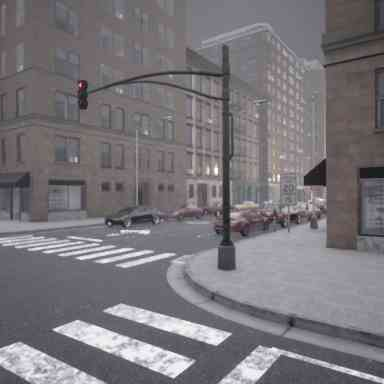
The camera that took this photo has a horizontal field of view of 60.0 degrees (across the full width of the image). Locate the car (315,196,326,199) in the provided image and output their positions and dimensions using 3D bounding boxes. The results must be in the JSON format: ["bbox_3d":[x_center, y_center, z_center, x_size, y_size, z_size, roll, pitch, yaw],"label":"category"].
[{"bbox_3d":[12.268,1.407,31.268,1.967,1.590,4.097,0,0,35],"label":"car"}]

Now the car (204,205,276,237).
[{"bbox_3d":[2.688,1.554,17.764,1.802,1.307,4.206,0,0,35],"label":"car"}]

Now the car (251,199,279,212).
[{"bbox_3d":[8.915,1.598,40.409,1.802,1.307,4.206,0,0,35],"label":"car"}]

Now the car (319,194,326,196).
[{"bbox_3d":[21.592,1.549,58.272,1.752,1.417,4.829,0,0,35],"label":"car"}]

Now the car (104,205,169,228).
[{"bbox_3d":[-3.858,1.588,22.406,1.947,1.339,4.313,0,0,35],"label":"car"}]

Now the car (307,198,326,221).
[{"bbox_3d":[9.173,1.493,26.905,1.752,1.417,4.829,0,0,35],"label":"car"}]

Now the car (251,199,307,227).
[{"bbox_3d":[5.881,1.410,22.265,1.967,1.590,4.097,0,0,35],"label":"car"}]

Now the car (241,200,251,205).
[{"bbox_3d":[5.623,1.542,35.769,1.752,1.417,4.829,0,0,35],"label":"car"}]

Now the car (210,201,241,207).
[{"bbox_3d":[2.528,1.563,31.407,1.887,1.381,4.507,0,0,35],"label":"car"}]

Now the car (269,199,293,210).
[{"bbox_3d":[12.107,1.599,44.909,1.802,1.307,4.206,0,0,35],"label":"car"}]

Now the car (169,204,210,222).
[{"bbox_3d":[-0.665,1.602,26.907,1.802,1.307,4.206,0,0,35],"label":"car"}]
